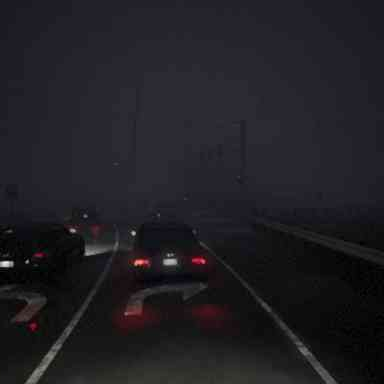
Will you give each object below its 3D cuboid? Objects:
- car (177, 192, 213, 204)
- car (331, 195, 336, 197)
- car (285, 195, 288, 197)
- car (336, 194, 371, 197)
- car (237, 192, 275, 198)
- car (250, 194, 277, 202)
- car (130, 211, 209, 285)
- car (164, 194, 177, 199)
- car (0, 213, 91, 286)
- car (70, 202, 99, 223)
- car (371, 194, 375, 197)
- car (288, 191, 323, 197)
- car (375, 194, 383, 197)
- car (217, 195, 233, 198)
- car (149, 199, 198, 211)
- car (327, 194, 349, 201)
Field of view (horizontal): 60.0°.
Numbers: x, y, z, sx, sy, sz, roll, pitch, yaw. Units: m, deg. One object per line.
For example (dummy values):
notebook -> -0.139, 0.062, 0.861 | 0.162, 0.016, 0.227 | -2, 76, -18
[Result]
car -> 0.488, 1.112, 52.745 | 4.553, 1.767, 2.097 | 0, 0, -17
car -> 30.667, 1.226, 69.336 | 5.357, 1.411, 2.033 | 0, 0, -19
car -> 21.215, 0.922, 66.134 | 5.566, 2.045, 2.150 | 0, 0, -17
car -> 29.851, 1.199, 61.512 | 5.008, 1.535, 1.882 | 0, 0, -19
car -> 10.428, 0.969, 55.697 | 5.566, 2.045, 2.150 | 0, 0, -16
car -> 14.499, 1.187, 67.783 | 4.902, 1.511, 2.128 | 0, 0, -17
car -> -0.759, 1.504, 9.460 | 2.033, 1.411, 5.357 | 0, 0, -7
car -> -3.208, 1.068, 62.560 | 4.553, 1.767, 2.097 | 0, 0, -16
car -> -4.292, 1.522, 9.210 | 1.994, 1.385, 4.181 | 0, 0, -7
car -> -7.839, 1.421, 24.256 | 1.812, 1.442, 4.674 | 0, 0, -19
car -> 39.601, 1.190, 73.957 | 4.902, 1.511, 2.128 | 0, 0, -31
car -> 20.369, 0.956, 58.625 | 5.566, 2.045, 2.150 | 0, 0, -16
car -> 39.650, 0.927, 65.900 | 5.566, 2.045, 2.150 | 0, 0, -27
car -> 6.137, 1.268, 65.288 | 4.181, 1.385, 1.994 | 0, 0, -17
car -> -1.576, 1.478, 27.676 | 1.895, 1.301, 4.718 | 0, 0, 25
car -> 32.513, 1.217, 74.026 | 4.181, 1.385, 1.994 | 0, 0, -23
